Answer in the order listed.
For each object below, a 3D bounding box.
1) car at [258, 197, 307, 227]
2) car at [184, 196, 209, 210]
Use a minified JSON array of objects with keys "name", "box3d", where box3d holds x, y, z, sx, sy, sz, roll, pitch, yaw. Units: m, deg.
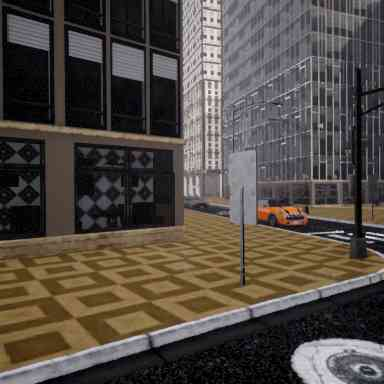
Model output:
[{"name":"car","box3d":[5.330,1.173,21.451,2.097,1.767,4.553,-1,1,-18]},{"name":"car","box3d":[0.179,1.144,36.785,2.033,1.411,5.357,-1,1,-19]}]
